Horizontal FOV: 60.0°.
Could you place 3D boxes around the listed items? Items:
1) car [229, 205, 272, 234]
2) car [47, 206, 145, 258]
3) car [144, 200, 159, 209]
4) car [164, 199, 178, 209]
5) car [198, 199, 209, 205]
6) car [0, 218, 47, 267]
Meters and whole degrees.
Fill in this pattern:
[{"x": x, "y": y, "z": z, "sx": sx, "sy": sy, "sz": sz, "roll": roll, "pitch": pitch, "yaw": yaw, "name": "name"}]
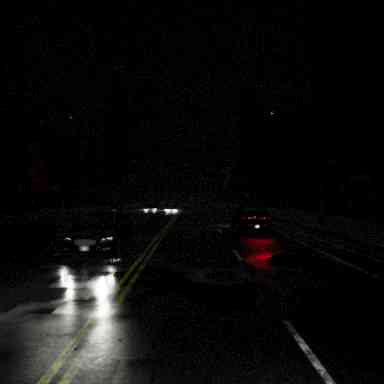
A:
[{"x": 3.355, "y": 1.543, "z": 19.475, "sx": 1.837, "sy": 1.490, "sz": 4.892, "roll": 0, "pitch": 0, "yaw": 0, "name": "car"}, {"x": -3.347, "y": 1.499, "z": 12.782, "sx": 2.128, "sy": 1.511, "sz": 4.902, "roll": 0, "pitch": 0, "yaw": 0, "name": "car"}, {"x": -6.553, "y": 2.028, "z": 53.766, "sx": 1.994, "sy": 1.385, "sz": 4.181, "roll": 0, "pitch": -1, "yaw": 0, "name": "car"}, {"x": -3.309, "y": 1.950, "z": 53.500, "sx": 2.128, "sy": 1.511, "sz": 4.902, "roll": 0, "pitch": -1, "yaw": 0, "name": "car"}, {"x": 3.268, "y": 2.661, "z": 85.348, "sx": 2.163, "sy": 1.488, "sz": 4.792, "roll": 0, "pitch": -2, "yaw": 0, "name": "car"}, {"x": -6.597, "y": 1.605, "z": 11.580, "sx": 1.895, "sy": 1.301, "sz": 4.718, "roll": 0, "pitch": 0, "yaw": 0, "name": "car"}]
